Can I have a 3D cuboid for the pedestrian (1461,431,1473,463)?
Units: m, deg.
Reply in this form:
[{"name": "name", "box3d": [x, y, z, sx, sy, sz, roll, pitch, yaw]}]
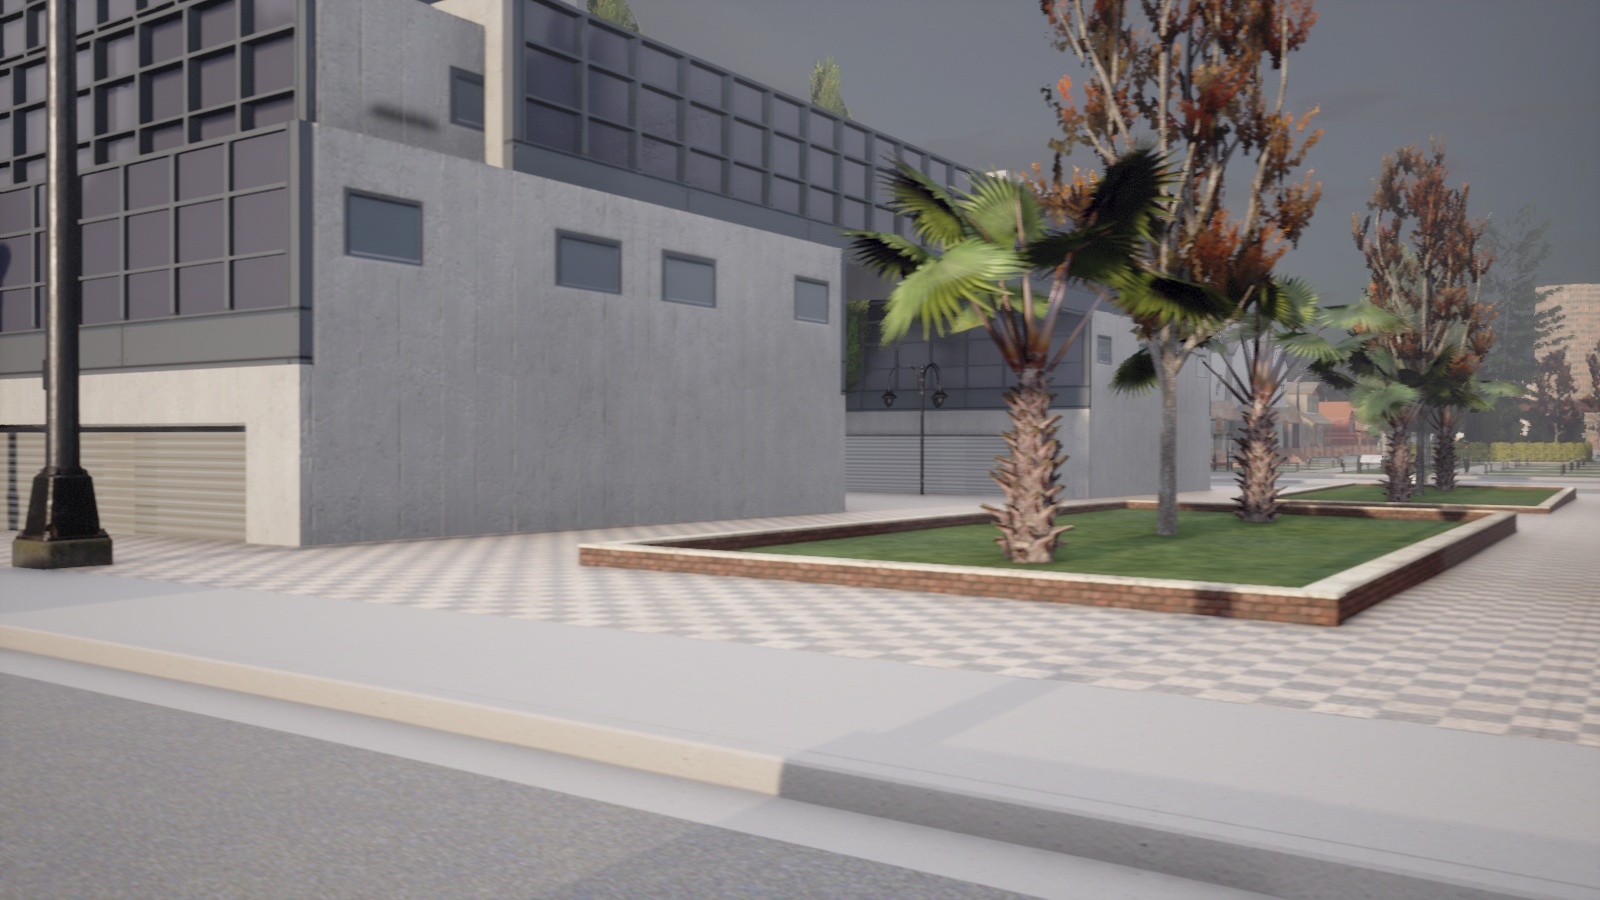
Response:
[{"name": "pedestrian", "box3d": [40.460, -0.186, 76.148, 0.423, 1.949, 0.788, -1, 1, 12]}]
